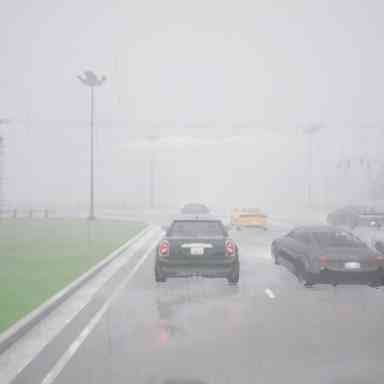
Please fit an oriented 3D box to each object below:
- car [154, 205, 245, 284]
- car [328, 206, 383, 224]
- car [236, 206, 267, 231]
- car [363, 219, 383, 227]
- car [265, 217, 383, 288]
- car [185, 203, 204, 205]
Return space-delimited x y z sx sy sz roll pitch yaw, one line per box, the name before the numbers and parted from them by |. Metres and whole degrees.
car | 0.134 1.428 9.987 2.097 1.767 4.553 0 0 0
car | 10.689 1.664 22.063 2.128 1.511 4.902 0 0 0
car | 3.690 1.646 22.180 1.882 1.535 5.008 0 0 0
car | 7.135 1.676 9.519 1.895 1.301 4.718 0 0 0
car | 3.629 1.637 9.496 1.994 1.385 4.181 0 0 0
car | 0.189 1.519 22.347 2.097 1.767 4.553 0 -1 0
